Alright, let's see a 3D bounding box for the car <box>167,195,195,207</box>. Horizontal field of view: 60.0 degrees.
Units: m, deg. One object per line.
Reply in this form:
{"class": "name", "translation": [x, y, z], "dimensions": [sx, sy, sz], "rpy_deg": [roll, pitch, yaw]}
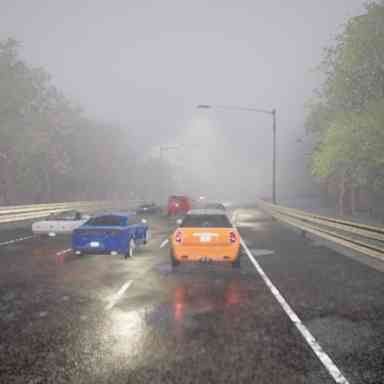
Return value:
{"class": "car", "translation": [-1.015, 1.321, 33.052], "dimensions": [2.150, 2.045, 5.566], "rpy_deg": [0, 0, 8]}

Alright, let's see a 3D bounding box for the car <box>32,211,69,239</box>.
{"class": "car", "translation": [-6.188, 1.638, 17.313], "dimensions": [1.895, 1.301, 4.718], "rpy_deg": [0, 0, 4]}

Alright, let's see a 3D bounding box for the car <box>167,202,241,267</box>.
{"class": "car", "translation": [0.497, 1.392, 11.772], "dimensions": [2.097, 1.767, 4.553], "rpy_deg": [0, 0, 3]}

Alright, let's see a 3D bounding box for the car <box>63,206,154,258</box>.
{"class": "car", "translation": [-2.947, 1.513, 13.022], "dimensions": [1.882, 1.535, 5.008], "rpy_deg": [0, 0, 3]}

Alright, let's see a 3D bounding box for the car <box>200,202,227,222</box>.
{"class": "car", "translation": [1.987, 1.650, 29.133], "dimensions": [2.033, 1.411, 5.357], "rpy_deg": [0, 0, 7]}

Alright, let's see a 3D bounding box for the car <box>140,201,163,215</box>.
{"class": "car", "translation": [-4.308, 1.651, 34.620], "dimensions": [1.994, 1.385, 4.181], "rpy_deg": [0, 0, 8]}
